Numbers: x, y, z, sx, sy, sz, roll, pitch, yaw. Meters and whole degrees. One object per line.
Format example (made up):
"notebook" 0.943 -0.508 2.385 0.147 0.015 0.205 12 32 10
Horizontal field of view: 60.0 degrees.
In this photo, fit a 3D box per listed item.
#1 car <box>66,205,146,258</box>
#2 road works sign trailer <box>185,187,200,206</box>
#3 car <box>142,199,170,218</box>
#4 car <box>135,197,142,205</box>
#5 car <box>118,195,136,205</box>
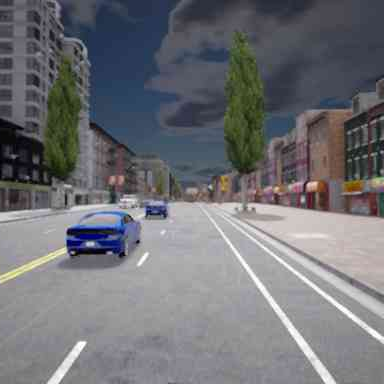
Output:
"car" -3.149 1.458 12.762 1.882 1.535 5.008 0 0 0
"road works sign trailer" 0.007 0.856 62.469 2.380 3.560 2.880 0 -1 0
"car" -3.147 1.524 30.836 1.882 1.535 5.008 0 0 0
"car" -6.561 1.769 49.211 2.033 1.411 5.357 0 -1 0
"car" -9.801 1.466 51.436 2.150 2.045 5.566 0 -1 1
